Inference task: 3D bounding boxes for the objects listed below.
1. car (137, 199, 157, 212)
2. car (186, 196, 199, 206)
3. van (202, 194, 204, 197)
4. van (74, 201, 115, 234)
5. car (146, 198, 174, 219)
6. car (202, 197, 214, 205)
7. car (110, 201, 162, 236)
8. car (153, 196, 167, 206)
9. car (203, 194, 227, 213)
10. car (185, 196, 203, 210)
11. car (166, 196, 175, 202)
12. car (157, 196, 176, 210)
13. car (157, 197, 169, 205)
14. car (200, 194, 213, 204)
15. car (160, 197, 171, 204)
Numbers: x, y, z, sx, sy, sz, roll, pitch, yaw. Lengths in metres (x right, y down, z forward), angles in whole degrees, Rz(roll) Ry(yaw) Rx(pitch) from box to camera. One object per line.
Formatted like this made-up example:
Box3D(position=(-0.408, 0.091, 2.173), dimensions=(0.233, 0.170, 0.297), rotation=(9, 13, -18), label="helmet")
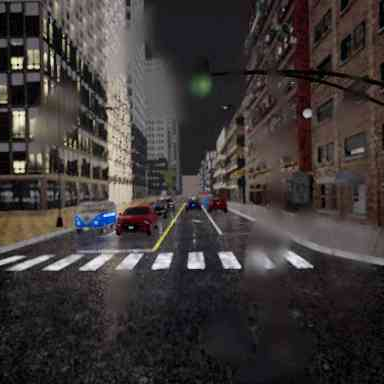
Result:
Box3D(position=(-5.627, 1.669, 41.933), dimensions=(1.752, 1.417, 4.829), rotation=(-1, 0, 0), label="car")
Box3D(position=(0.098, 1.547, 58.963), dimensions=(2.128, 1.511, 4.902), rotation=(-1, 0, 0), label="car")
Box3D(position=(2.770, 1.330, 53.190), dimensions=(1.690, 1.788, 3.998), rotation=(-1, 0, 0), label="van")
Box3D(position=(-5.674, 1.451, 19.900), dimensions=(1.690, 1.788, 3.998), rotation=(-1, 0, 0), label="van")
Box3D(position=(-3.043, 1.562, 29.564), dimensions=(2.128, 1.511, 4.902), rotation=(-1, 0, 0), label="car")
Box3D(position=(2.786, 1.550, 58.740), dimensions=(2.008, 1.369, 4.403), rotation=(-1, 0, 0), label="car")
Box3D(position=(-3.071, 1.533, 19.286), dimensions=(1.882, 1.535, 5.008), rotation=(-1, 0, 0), label="car")
Box3D(position=(-5.595, 1.613, 58.756), dimensions=(1.967, 1.590, 4.097), rotation=(-1, 0, 0), label="car")
Box3D(position=(2.736, 1.277, 36.538), dimensions=(2.192, 1.841, 5.009), rotation=(-1, 0, 0), label="car")
Box3D(position=(0.167, 1.589, 42.757), dimensions=(1.994, 1.385, 4.181), rotation=(-1, 0, 0), label="car")
Box3D(position=(-5.538, 1.779, 86.510), dimensions=(2.008, 1.369, 4.403), rotation=(-1, 0, 0), label="car")
Box3D(position=(-3.013, 1.593, 40.884), dimensions=(1.837, 1.490, 4.892), rotation=(-1, 0, 0), label="car")
Box3D(position=(-5.583, 1.708, 64.136), dimensions=(1.752, 1.417, 4.829), rotation=(-1, 0, 0), label="car")
Box3D(position=(2.791, 1.325, 64.291), dimensions=(2.192, 1.841, 5.009), rotation=(-1, 0, 0), label="car")
Box3D(position=(-5.571, 1.745, 69.858), dimensions=(2.008, 1.369, 4.403), rotation=(-1, 0, 0), label="car")
